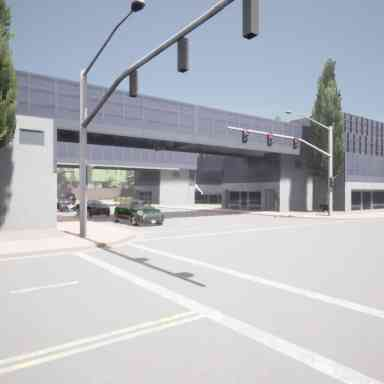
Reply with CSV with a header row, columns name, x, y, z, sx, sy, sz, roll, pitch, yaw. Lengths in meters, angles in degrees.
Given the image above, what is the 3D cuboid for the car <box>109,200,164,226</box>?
name,x,y,z,sx,sy,sz,roll,pitch,yaw
car,-3.820,1.352,23.514,2.097,1.767,4.553,0,0,-36

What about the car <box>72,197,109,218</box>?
name,x,y,z,sx,sy,sz,roll,pitch,yaw
car,-9.268,1.478,31.001,1.882,1.535,5.008,0,0,-36

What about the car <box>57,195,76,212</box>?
name,x,y,z,sx,sy,sz,roll,pitch,yaw
car,-14.846,1.492,38.674,2.128,1.511,4.902,0,0,-36

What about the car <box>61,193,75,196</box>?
name,x,y,z,sx,sy,sz,roll,pitch,yaw
car,-23.706,1.221,63.055,2.150,2.045,5.566,0,0,-36
